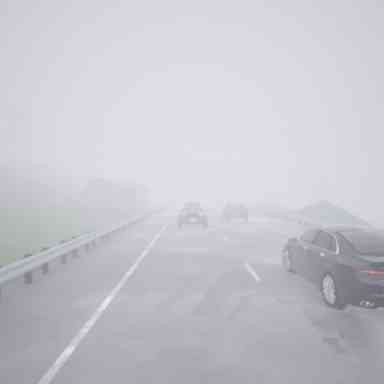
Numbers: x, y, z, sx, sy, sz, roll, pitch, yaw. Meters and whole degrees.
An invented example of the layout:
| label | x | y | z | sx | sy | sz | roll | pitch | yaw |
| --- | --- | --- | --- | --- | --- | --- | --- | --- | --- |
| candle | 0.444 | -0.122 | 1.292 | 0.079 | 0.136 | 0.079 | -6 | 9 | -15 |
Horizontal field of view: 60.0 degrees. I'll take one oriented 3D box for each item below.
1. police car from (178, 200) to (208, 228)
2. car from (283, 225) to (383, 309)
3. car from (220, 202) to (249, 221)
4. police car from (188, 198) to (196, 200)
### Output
| label | x | y | z | sx | sy | sz | roll | pitch | yaw |
| --- | --- | --- | --- | --- | --- | --- | --- | --- | --- |
| police car | 0.040 | 1.599 | 23.143 | 2.038 | 1.542 | 4.974 | 0 | 0 | 0 |
| car | 3.577 | 1.535 | 7.886 | 1.837 | 1.490 | 4.892 | 0 | 0 | 0 |
| car | 3.525 | 1.603 | 27.944 | 2.128 | 1.511 | 4.902 | 0 | 0 | 0 |
| police car | -0.014 | 1.596 | 41.919 | 1.930 | 1.638 | 5.238 | 0 | 0 | 0 |
